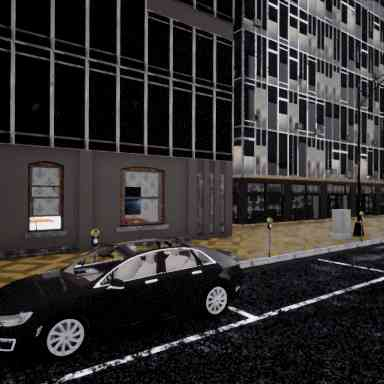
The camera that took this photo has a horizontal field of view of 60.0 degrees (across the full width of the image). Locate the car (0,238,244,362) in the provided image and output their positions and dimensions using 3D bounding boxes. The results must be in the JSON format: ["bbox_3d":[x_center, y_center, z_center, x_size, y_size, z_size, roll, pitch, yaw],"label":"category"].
[{"bbox_3d":[-1.045,1.551,5.806,4.403,1.369,2.008,0,0,-35],"label":"car"}]
